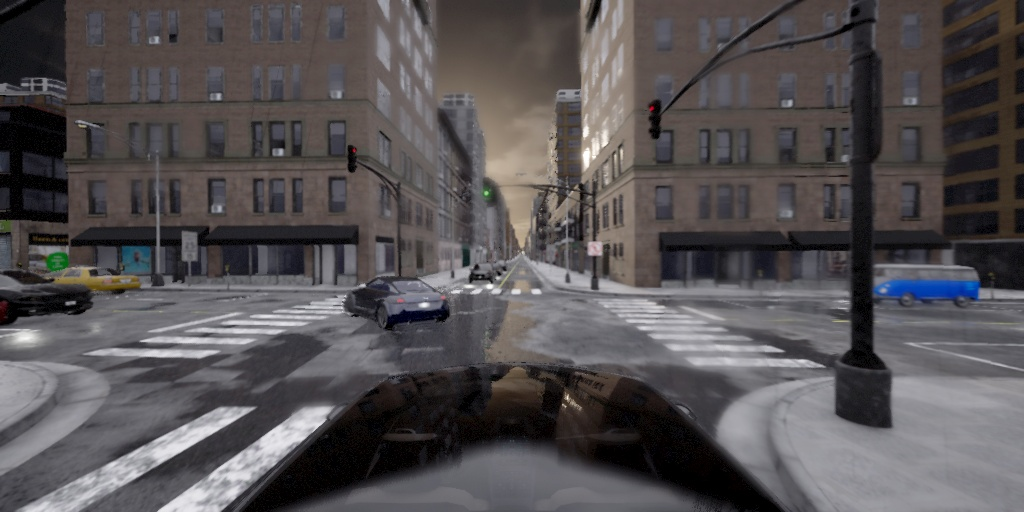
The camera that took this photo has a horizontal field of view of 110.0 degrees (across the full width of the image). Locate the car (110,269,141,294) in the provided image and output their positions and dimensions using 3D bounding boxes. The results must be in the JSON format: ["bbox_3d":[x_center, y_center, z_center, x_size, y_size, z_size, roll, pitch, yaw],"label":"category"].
[{"bbox_3d":[-20.189,1.093,16.633,4.829,1.417,1.751,0,0,1],"label":"car"}]

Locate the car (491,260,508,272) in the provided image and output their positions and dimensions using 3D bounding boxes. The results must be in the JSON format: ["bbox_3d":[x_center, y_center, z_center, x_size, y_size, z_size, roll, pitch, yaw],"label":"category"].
[{"bbox_3d":[-1.638,1.306,48.770,1.882,1.535,5.008,0,0,2],"label":"car"}]

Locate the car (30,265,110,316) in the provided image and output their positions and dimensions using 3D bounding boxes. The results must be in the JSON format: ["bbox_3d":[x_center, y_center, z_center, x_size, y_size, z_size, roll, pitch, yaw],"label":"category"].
[{"bbox_3d":[-15.682,1.114,10.766,5.008,1.535,1.882,1,0,1],"label":"car"}]

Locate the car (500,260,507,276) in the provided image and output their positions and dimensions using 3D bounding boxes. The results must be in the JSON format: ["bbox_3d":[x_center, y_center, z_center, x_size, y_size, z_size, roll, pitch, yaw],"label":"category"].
[{"bbox_3d":[-1.979,1.361,38.367,2.033,1.411,5.357,0,0,2],"label":"car"}]

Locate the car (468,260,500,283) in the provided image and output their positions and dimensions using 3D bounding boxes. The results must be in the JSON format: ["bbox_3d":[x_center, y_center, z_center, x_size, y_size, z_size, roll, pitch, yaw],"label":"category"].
[{"bbox_3d":[-2.264,1.304,28.548,1.837,1.490,4.892,0,0,2],"label":"car"}]

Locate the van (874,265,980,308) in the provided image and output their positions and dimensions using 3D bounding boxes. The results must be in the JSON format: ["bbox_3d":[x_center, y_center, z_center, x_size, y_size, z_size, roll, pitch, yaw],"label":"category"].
[{"bbox_3d":[17.850,1.294,15.823,3.998,1.789,1.690,0,0,1],"label":"van"}]

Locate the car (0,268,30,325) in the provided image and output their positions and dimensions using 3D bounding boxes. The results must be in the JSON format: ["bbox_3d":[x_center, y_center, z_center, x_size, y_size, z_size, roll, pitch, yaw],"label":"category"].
[{"bbox_3d":[-14.729,0.973,7.990,5.009,1.841,2.192,0,0,1],"label":"car"}]

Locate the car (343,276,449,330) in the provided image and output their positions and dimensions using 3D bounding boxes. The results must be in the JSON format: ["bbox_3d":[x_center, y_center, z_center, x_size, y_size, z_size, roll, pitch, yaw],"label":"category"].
[{"bbox_3d":[-3.790,1.340,11.502,1.994,1.385,4.181,1,-1,-42],"label":"car"}]
